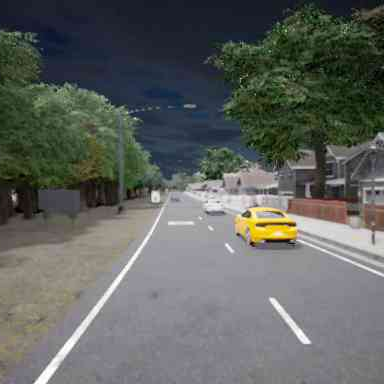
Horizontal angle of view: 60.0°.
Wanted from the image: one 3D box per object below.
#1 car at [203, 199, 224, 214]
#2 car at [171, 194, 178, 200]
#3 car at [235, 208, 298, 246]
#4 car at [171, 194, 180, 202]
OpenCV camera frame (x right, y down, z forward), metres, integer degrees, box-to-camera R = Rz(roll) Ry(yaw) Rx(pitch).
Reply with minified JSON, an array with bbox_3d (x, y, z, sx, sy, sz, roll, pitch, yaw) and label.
[{"bbox_3d":[2.173,1.462,34.116,1.812,1.442,4.674,0,0,-3],"label":"car"},{"bbox_3d":[-4.649,1.247,88.733,1.994,1.385,4.181,0,0,-3],"label":"car"},{"bbox_3d":[3.200,1.447,15.197,1.882,1.535,5.008,0,0,-2],"label":"car"},{"bbox_3d":[-3.472,1.468,69.513,2.033,1.411,5.357,0,0,-3],"label":"car"}]
